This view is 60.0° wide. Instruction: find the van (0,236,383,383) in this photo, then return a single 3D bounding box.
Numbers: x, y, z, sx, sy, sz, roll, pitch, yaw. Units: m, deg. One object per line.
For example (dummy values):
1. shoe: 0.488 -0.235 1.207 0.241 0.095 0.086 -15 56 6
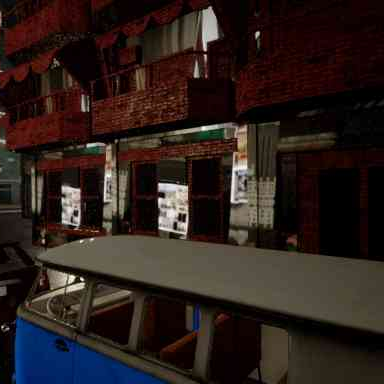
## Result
1. van: 0.200 1.341 2.592 3.998 1.788 1.690 0 -1 36
